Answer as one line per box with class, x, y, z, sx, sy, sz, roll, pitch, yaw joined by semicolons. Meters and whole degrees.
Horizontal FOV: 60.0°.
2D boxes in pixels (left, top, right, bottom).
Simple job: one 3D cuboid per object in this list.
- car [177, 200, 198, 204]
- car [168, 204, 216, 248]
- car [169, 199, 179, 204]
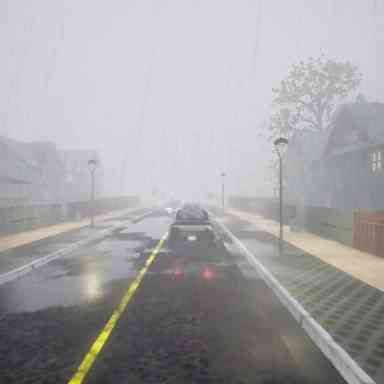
car;-0.001;1.613;29.653;1.994;1.385;4.181;0;0;0
car;0.000;1.493;14.650;2.128;1.511;4.902;0;0;0
car;-2.750;1.812;53.623;1.895;1.301;4.718;0;0;0
